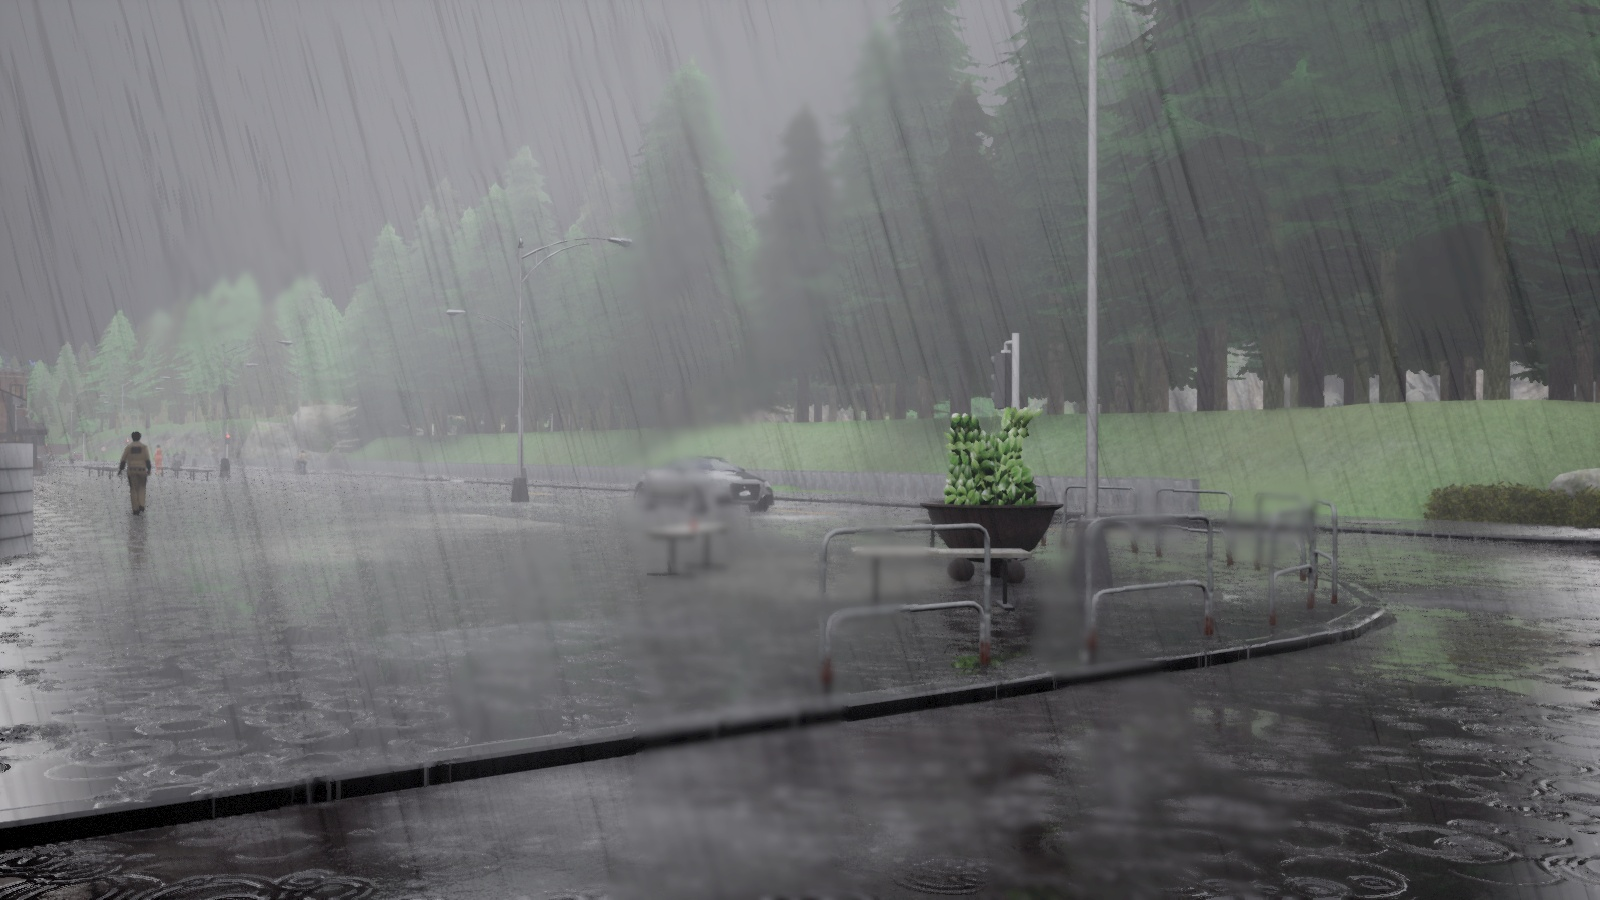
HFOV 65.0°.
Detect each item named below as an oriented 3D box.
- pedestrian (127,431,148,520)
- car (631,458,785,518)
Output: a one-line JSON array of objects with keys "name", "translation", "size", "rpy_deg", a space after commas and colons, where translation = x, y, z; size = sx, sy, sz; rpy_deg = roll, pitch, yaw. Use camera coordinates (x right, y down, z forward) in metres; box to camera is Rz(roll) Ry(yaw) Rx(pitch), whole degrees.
[{"name": "pedestrian", "translation": [-14.559, 0.553, 27.598], "size": [0.396, 1.930, 0.692], "rpy_deg": [0, 0, -26]}, {"name": "car", "translation": [-2.382, 0.891, 31.545], "size": [1.994, 1.385, 4.181], "rpy_deg": [0, 0, -35]}]
